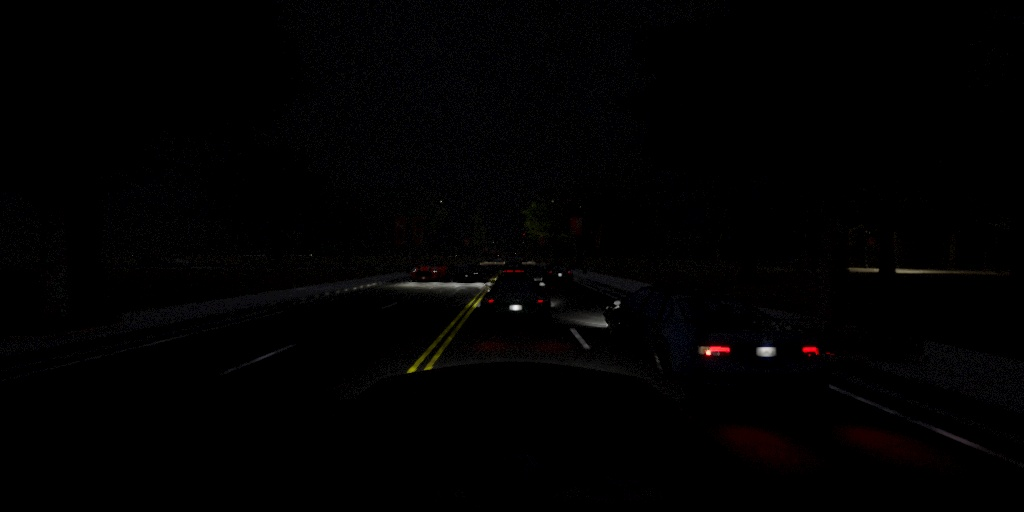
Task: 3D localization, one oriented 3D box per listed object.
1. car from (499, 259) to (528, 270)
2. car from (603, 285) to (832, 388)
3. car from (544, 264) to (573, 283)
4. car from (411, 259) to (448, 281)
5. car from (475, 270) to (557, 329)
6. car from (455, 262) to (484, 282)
[{"bbox_3d":[0.128,1.221,26.873,1.837,1.490,4.892,0,0,0],"label":"car"},{"bbox_3d":[3.340,1.294,7.206,2.033,1.411,5.357,0,0,0],"label":"car"},{"bbox_3d":[3.379,1.284,27.156,1.994,1.385,4.181,0,0,0],"label":"car"},{"bbox_3d":[-6.555,1.060,28.830,2.097,1.767,4.553,0,0,0],"label":"car"},{"bbox_3d":[0.103,1.301,11.264,1.994,1.385,4.181,0,0,0],"label":"car"},{"bbox_3d":[-3.307,1.217,28.468,1.837,1.490,4.892,0,0,0],"label":"car"}]
